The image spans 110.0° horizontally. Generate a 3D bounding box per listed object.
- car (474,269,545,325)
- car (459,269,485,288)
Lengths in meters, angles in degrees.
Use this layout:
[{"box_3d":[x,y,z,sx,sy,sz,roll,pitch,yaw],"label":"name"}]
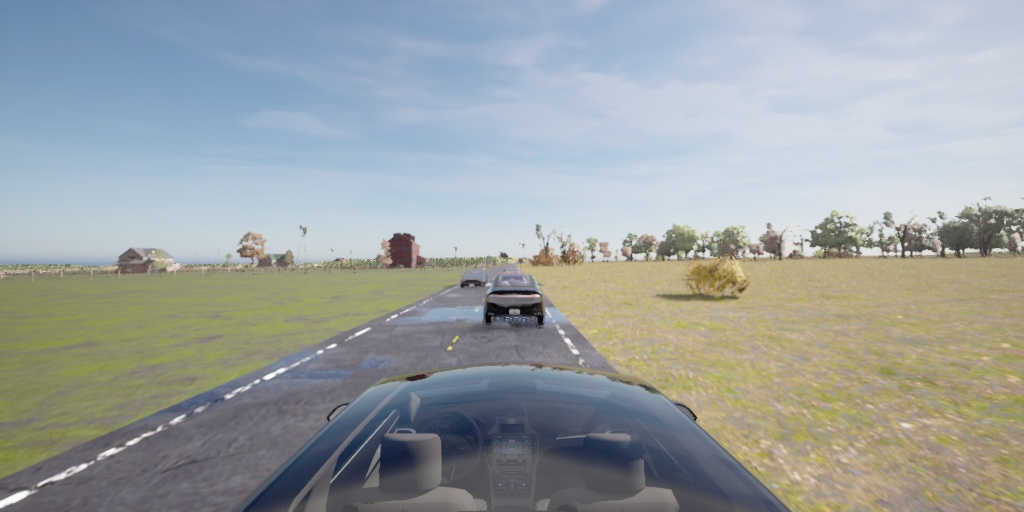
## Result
[{"box_3d":[0.076,1.376,12.486,2.128,1.511,4.902,0,-1,0],"label":"car"},{"box_3d":[-2.790,1.687,27.531,2.033,1.411,5.357,0,-1,0],"label":"car"}]
